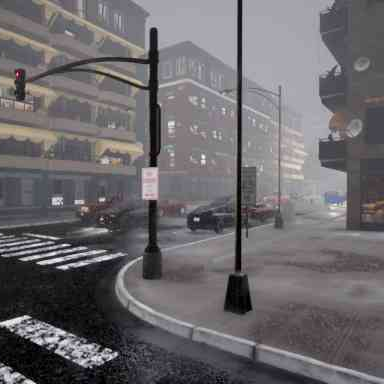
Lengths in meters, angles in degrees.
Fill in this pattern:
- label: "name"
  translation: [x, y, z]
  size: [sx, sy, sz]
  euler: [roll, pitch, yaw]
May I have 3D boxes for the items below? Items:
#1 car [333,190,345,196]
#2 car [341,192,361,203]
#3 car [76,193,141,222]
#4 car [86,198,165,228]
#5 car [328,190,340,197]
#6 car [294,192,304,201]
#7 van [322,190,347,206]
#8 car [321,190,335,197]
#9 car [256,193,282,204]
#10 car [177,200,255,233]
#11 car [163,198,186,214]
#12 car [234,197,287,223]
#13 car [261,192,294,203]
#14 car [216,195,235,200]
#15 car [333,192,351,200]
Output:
- label: "car"
  translation: [36.253, 0.257, 82.034]
  size: [1.802, 1.307, 4.206]
  euler: [2, 2, 35]
- label: "car"
  translation: [23.858, 0.764, 49.842]
  size: [1.887, 1.381, 4.507]
  euler: [2, 2, 35]
- label: "car"
  translation: [-5.403, 1.031, 22.794]
  size: [2.192, 1.841, 5.009]
  euler: [2, 2, 35]
- label: "car"
  translation: [-3.954, 1.316, 20.378]
  size: [1.994, 1.385, 4.181]
  euler: [1, 1, 35]
- label: "car"
  translation: [33.049, 0.337, 77.478]
  size: [1.802, 1.307, 4.206]
  euler: [2, 2, 35]
- label: "car"
  translation: [17.026, 0.720, 54.695]
  size: [1.947, 1.339, 4.313]
  euler: [2, 2, 35]
- label: "van"
  translation: [17.452, 0.721, 40.725]
  size: [1.690, 1.788, 3.998]
  euler: [2, 2, 35]
- label: "car"
  translation: [29.845, 0.379, 72.921]
  size: [1.887, 1.381, 4.507]
  euler: [2, 2, 35]
- label: "car"
  translation: [10.617, 0.881, 45.582]
  size: [1.947, 1.339, 4.313]
  euler: [2, 2, 35]
- label: "car"
  translation: [1.426, 1.348, 17.947]
  size: [1.947, 1.339, 4.313]
  euler: [2, 2, 35]
- label: "car"
  translation: [-2.201, 1.181, 27.356]
  size: [1.887, 1.381, 4.507]
  euler: [2, 2, 35]
- label: "car"
  translation: [4.631, 1.283, 22.504]
  size: [1.802, 1.307, 4.206]
  euler: [2, 2, 35]
- label: "car"
  translation: [10.399, 0.745, 40.742]
  size: [2.097, 1.767, 4.553]
  euler: [1, 1, 35]
- label: "car"
  translation: [3.275, 1.075, 30.652]
  size: [1.837, 1.490, 4.892]
  euler: [1, 2, 35]
- label: "car"
  translation: [25.897, 0.696, 57.261]
  size: [1.895, 1.301, 4.718]
  euler: [1, 1, 35]
